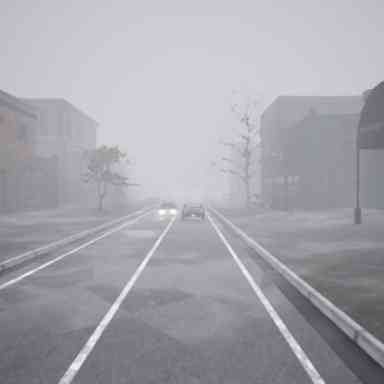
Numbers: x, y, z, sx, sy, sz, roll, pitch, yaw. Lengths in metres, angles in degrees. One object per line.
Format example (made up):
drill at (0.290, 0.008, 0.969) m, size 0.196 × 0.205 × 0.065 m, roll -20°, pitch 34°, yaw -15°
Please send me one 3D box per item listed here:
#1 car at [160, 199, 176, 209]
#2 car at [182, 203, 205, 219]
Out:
car at (-3.092, 1.548, 43.879) m, size 1.895 × 1.301 × 4.718 m, roll 0°, pitch 0°, yaw 0°
car at (0.095, 1.570, 28.510) m, size 1.895 × 1.301 × 4.718 m, roll 0°, pitch 0°, yaw 0°
